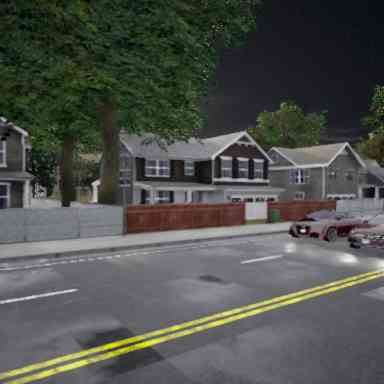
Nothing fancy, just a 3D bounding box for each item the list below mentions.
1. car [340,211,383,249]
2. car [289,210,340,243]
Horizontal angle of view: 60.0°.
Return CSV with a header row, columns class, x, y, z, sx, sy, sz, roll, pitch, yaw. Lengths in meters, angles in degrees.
class,x,y,z,sx,sy,sz,roll,pitch,yaw
car,8.273,1.560,13.560,4.674,1.442,1.812,0,0,-36
car,6.725,1.599,16.461,4.181,1.385,1.994,0,0,-35
